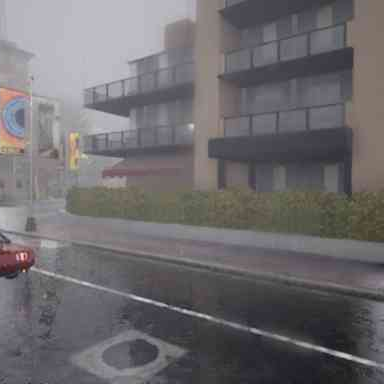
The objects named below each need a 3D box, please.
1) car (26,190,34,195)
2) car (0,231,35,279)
[{"bbox_3d":[-35.933,0.376,71.710,4.892,1.521,2.231,1,1,35],"label":"car"},{"bbox_3d":[-6.004,1.451,8.263,4.718,1.301,1.895,1,1,35],"label":"car"}]
